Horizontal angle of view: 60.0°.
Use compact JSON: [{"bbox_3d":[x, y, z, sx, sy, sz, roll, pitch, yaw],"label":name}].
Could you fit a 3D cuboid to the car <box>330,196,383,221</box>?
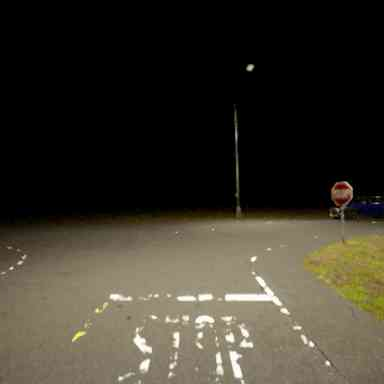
[{"bbox_3d":[12.529,1.097,24.317,4.553,1.767,2.097,-1,-2,-1],"label":"car"}]
